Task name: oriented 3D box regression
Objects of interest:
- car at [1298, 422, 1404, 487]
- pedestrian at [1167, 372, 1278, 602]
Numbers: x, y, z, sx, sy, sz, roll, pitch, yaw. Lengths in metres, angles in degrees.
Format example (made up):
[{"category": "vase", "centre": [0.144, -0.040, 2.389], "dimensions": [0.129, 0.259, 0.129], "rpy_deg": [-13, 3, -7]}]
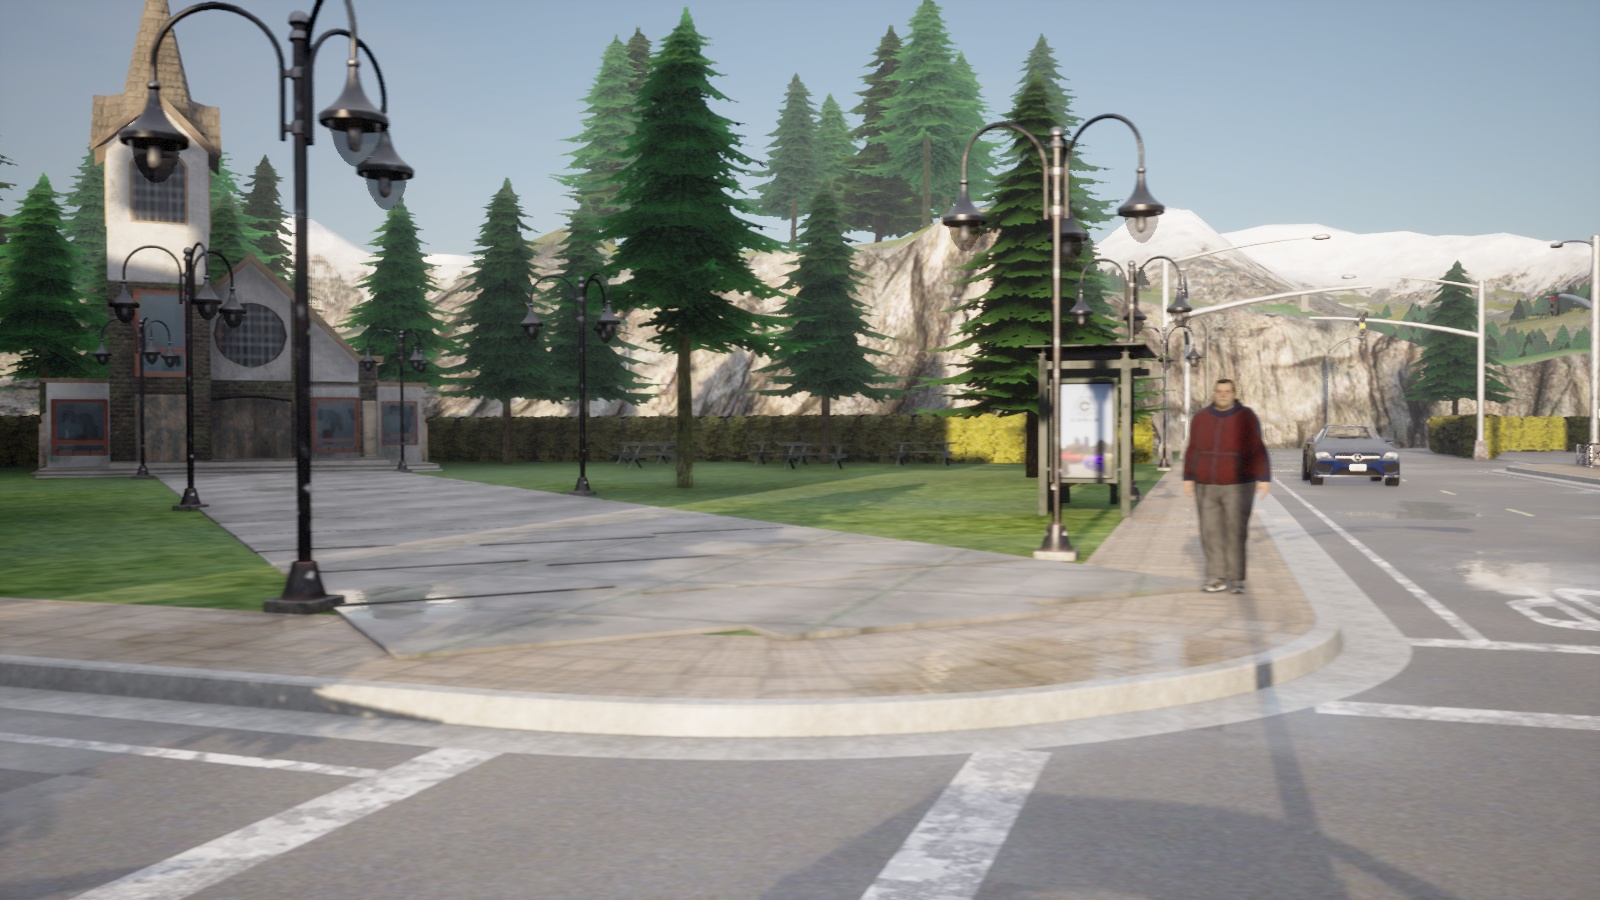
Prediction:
[{"category": "car", "centre": [15.058, 0.068, 34.574], "dimensions": [2.152, 1.651, 5.027], "rpy_deg": [1, 1, 18]}, {"category": "pedestrian", "centre": [3.579, 0.289, 10.617], "dimensions": [0.634, 1.844, 0.899], "rpy_deg": [1, 1, 35]}]
